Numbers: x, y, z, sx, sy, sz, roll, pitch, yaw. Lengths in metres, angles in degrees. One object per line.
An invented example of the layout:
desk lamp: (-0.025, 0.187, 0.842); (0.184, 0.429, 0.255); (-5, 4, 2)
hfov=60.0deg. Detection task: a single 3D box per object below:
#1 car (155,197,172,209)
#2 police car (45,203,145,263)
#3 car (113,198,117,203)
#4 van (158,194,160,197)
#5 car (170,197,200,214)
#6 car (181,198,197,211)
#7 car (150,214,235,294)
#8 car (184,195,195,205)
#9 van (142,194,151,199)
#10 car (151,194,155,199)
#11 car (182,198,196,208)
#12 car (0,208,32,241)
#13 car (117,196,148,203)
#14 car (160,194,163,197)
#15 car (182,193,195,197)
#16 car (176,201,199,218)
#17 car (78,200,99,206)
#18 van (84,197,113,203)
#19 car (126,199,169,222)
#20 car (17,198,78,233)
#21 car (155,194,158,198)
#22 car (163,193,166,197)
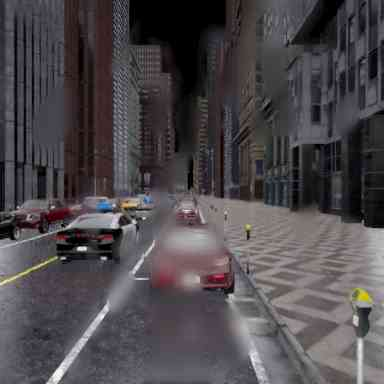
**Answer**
car: (-3.062, 1.599, 40.941); (1.895, 1.301, 4.718); (0, 0, 0)
police car: (-3.144, 1.424, 12.102); (1.930, 1.638, 5.238); (0, 0, 0)
car: (-8.911, 1.439, 36.617); (1.967, 1.590, 4.097); (0, 0, 0)
van: (-8.911, 1.345, 76.073); (1.690, 1.788, 3.998); (0, 0, 0)
car: (-0.386, 1.439, 25.353); (1.967, 1.590, 4.097); (0, 0, 0)
car: (-0.385, 1.543, 42.263); (1.887, 1.381, 4.507); (0, 0, 0)
car: (0.003, 1.525, 8.651); (1.812, 1.442, 4.674); (0, 0, 0)
car: (-0.386, 1.439, 59.171); (1.967, 1.590, 4.097); (0, 0, 0)
van: (-8.911, 1.340, 59.164); (1.690, 1.788, 3.998); (0, 0, 0)
car: (-8.911, 1.525, 64.631); (1.752, 1.417, 4.829); (0, 0, 0)
car: (-0.385, 1.565, 47.899); (1.947, 1.339, 4.313); (0, 0, 0)
car: (-8.910, 1.565, 14.070); (1.947, 1.339, 4.313); (0, 0, 0)
car: (-6.234, 1.476, 35.299); (1.882, 1.535, 5.008); (0, 0, 0)
car: (-8.911, 1.446, 81.710); (1.967, 1.590, 4.097); (0, 0, 0)
car: (-0.386, 1.314, 36.627); (2.192, 1.841, 5.009); (0, 0, 0)
car: (-0.385, 1.565, 30.990); (1.947, 1.339, 4.313); (0, 0, 0)
car: (-8.910, 1.544, 25.344); (1.887, 1.381, 4.507); (0, 0, 0)
van: (-8.911, 1.340, 30.980); (1.690, 1.788, 3.998); (0, 0, 0)
car: (-3.071, 1.491, 23.884); (2.128, 1.511, 4.902); (0, 0, 0)
car: (-8.911, 1.314, 19.706); (2.192, 1.841, 5.009); (0, 0, 0)
car: (-8.911, 1.552, 70.437); (2.008, 1.369, 4.403); (0, 0, 0)
car: (-8.912, 1.324, 87.347); (2.192, 1.841, 5.009); (0, 0, 0)
